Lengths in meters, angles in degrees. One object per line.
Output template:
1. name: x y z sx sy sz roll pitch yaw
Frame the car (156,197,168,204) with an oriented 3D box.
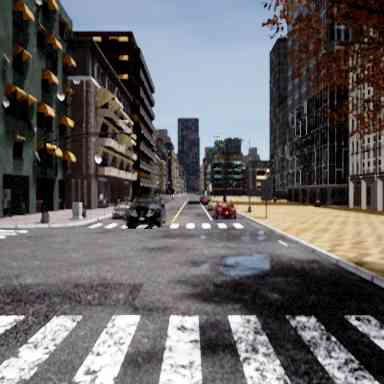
1. car: -5.553 1.529 61.658 1.802 1.307 4.206 0 0 0

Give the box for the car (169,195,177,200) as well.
1. car: -5.481 1.502 94.854 2.008 1.369 4.403 0 0 0

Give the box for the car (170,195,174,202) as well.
1. car: -5.529 1.386 72.724 1.967 1.590 4.097 0 0 0

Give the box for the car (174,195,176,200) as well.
1. car: -5.493 1.500 89.321 2.008 1.369 4.403 0 0 0

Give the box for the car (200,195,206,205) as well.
1. car: 2.815 1.531 56.106 1.802 1.307 4.206 0 0 0

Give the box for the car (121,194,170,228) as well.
1. car: -2.951 1.214 22.372 2.150 2.045 5.566 0 0 0

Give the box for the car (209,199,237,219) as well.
1. car: 2.754 1.509 28.443 1.887 1.381 4.507 0 0 0

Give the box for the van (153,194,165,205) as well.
1. van: -5.566 1.290 56.126 1.690 1.788 3.998 0 0 0

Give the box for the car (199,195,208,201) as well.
1. car: 2.875 1.498 83.770 2.008 1.369 4.403 0 0 0

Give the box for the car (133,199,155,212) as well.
1. car: -5.602 1.507 39.528 2.008 1.369 4.403 0 0 0

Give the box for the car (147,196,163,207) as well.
1. car: -5.578 1.392 50.593 1.967 1.590 4.097 0 0 0

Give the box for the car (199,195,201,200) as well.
1. car: 2.839 1.471 67.342 1.752 1.417 4.829 0 0 0

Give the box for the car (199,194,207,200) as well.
1. car: 2.887 1.389 89.302 1.967 1.590 4.097 0 0 0

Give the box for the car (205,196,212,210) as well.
1. car: 2.778 1.482 39.679 1.752 1.417 4.829 0 0 0

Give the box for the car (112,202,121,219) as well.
1. car: -5.626 1.515 28.462 2.008 1.369 4.403 0 0 0

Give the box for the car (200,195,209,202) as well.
1. car: 2.863 1.491 78.238 1.887 1.381 4.507 0 0 0
